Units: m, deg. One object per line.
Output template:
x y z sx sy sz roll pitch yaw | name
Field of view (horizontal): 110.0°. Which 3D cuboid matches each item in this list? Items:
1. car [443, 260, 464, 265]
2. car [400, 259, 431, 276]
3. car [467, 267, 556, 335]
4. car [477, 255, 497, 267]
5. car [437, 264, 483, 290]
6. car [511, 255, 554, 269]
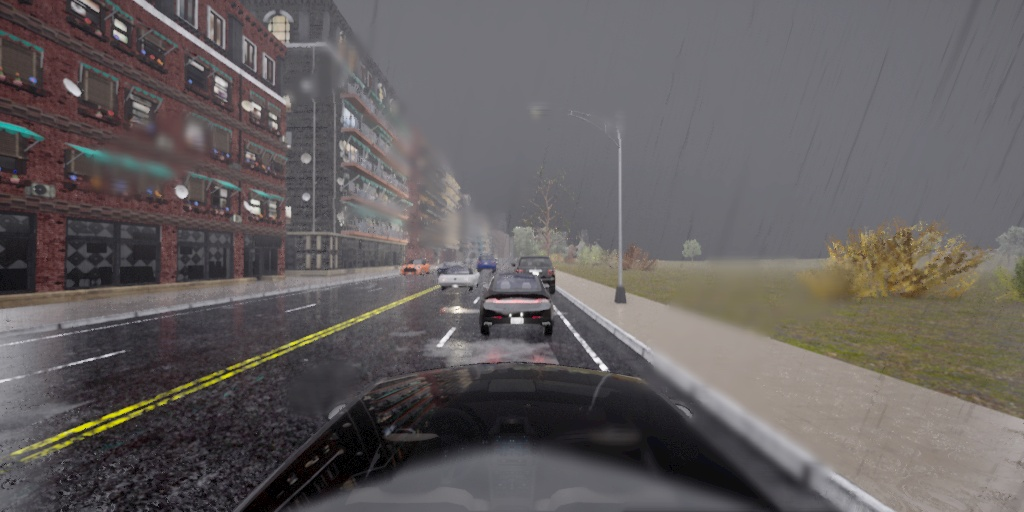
-6.539 1.350 37.524 1.895 1.301 4.718 0 0 0 | car
-9.791 1.101 36.600 2.097 1.767 4.553 0 0 0 | car
0.118 1.242 10.482 2.128 1.511 4.902 0 0 0 | car
-3.050 0.962 43.104 2.150 2.045 5.566 0 -1 -3 | car
-3.113 1.351 22.047 1.895 1.301 4.718 0 0 0 | car
1.171 0.976 20.350 2.150 2.045 5.566 0 0 0 | car
